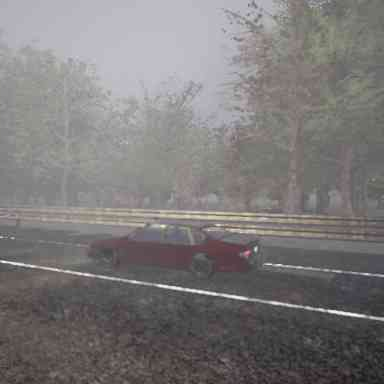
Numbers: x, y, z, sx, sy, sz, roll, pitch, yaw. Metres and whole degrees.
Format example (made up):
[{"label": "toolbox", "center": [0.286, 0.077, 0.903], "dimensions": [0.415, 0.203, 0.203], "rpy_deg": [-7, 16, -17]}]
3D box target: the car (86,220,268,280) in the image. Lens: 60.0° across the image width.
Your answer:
[{"label": "car", "center": [-0.566, 1.542, 9.851], "dimensions": [5.357, 1.411, 2.033], "rpy_deg": [0, 0, 26]}]
